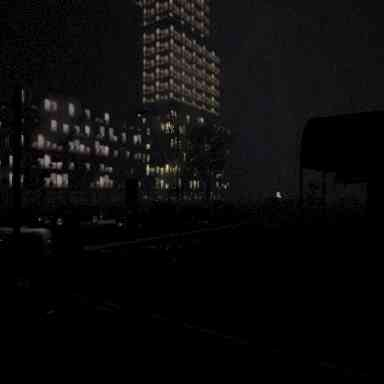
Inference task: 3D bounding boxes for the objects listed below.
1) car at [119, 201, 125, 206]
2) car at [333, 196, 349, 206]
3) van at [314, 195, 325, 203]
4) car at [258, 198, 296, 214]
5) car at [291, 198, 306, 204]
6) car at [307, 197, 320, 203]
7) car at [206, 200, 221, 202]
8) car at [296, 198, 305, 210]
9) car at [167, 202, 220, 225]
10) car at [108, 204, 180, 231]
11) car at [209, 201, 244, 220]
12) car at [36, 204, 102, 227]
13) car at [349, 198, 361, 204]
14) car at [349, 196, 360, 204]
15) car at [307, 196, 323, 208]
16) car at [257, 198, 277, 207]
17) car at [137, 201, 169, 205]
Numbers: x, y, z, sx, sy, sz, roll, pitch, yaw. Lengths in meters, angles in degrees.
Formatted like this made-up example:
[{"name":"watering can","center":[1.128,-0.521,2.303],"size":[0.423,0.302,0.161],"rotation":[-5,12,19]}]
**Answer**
[{"name":"car","center":[-6.234,1.578,32.693],"size":[1.967,1.590,4.097],"rotation":[1,0,36]},{"name":"car","center":[30.244,1.999,68.115],"size":[1.752,1.417,4.829],"rotation":[0,0,36]},{"name":"van","center":[33.219,1.799,86.364],"size":[1.690,1.788,3.998],"rotation":[0,0,36]},{"name":"car","center":[10.539,1.630,41.056],"size":[2.192,1.841,5.009],"rotation":[0,0,36]},{"name":"car","center":[23.381,1.943,72.927],"size":[1.947,1.339,4.313],"rotation":[0,0,36]},{"name":"car","center":[29.838,1.955,81.748],"size":[1.752,1.417,4.829],"rotation":[0,0,36]},{"name":"car","center":[2.543,1.713,40.053],"size":[2.128,1.511,4.902],"rotation":[1,0,36]},{"name":"car","center":[13.791,1.781,45.555],"size":[1.967,1.590,4.097],"rotation":[0,0,36]},{"name":"car","center":[0.110,1.799,26.736],"size":[1.947,1.339,4.313],"rotation":[0,0,36]},{"name":"car","center":[-3.129,1.758,22.313],"size":[2.008,1.369,4.403],"rotation":[0,0,36]},{"name":"car","center":[3.346,1.840,31.158],"size":[1.802,1.307,4.206],"rotation":[0,0,36]},{"name":"car","center":[-8.896,1.636,24.450],"size":[1.837,1.490,4.892],"rotation":[1,0,36]},{"name":"car","center":[39.980,2.105,81.415],"size":[2.008,1.369,4.403],"rotation":[0,0,36]},{"name":"car","center":[36.703,1.842,76.936],"size":[2.192,1.841,5.009],"rotation":[0,0,36]},{"name":"car","center":[20.307,1.833,54.541],"size":[1.967,1.590,4.097],"rotation":[0,0,36]},{"name":"car","center":[13.443,1.821,59.353],"size":[1.752,1.417,4.829],"rotation":[0,0,36]},{"name":"car","center":[-3.353,1.667,32.015],"size":[2.128,1.511,4.902],"rotation":[1,0,36]}]
